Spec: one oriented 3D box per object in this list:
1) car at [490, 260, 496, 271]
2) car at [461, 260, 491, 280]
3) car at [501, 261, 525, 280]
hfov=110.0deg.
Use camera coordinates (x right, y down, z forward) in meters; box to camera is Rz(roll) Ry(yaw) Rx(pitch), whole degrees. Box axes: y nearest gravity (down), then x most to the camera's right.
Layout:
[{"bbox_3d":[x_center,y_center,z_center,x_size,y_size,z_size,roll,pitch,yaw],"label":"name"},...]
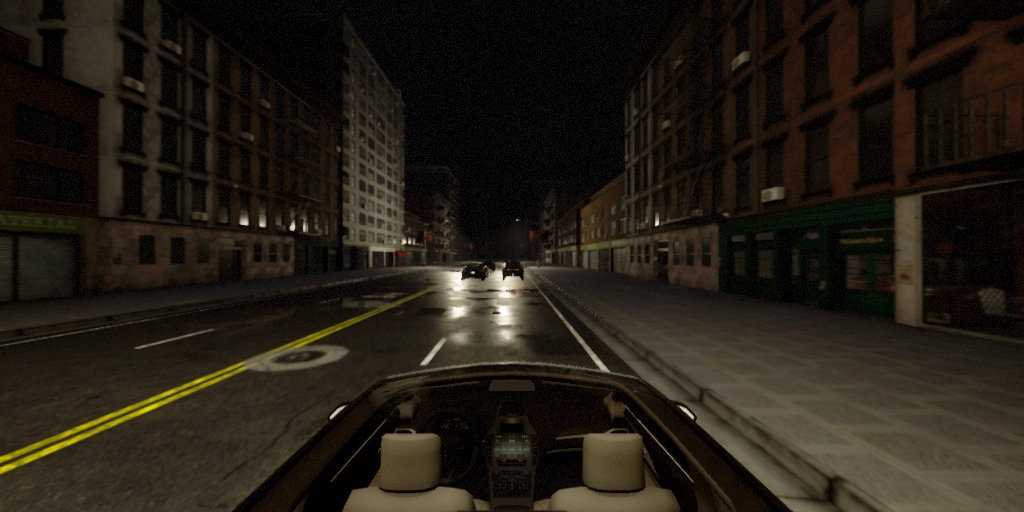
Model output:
[{"bbox_3d":[-3.154,1.264,48.417,1.837,1.490,4.892,0,0,0],"label":"car"},{"bbox_3d":[-3.152,1.315,30.874,1.994,1.385,4.181,0,0,0],"label":"car"},{"bbox_3d":[0.097,1.258,31.295,1.837,1.490,4.892,0,0,0],"label":"car"}]
